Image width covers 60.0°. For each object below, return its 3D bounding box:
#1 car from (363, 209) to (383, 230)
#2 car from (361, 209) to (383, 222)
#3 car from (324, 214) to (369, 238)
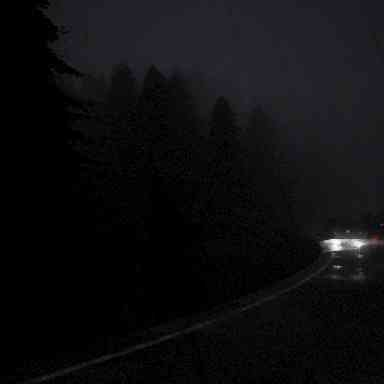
[{"bbox_3d":[14.401,2.260,26.340,2.128,1.511,4.902,-3,-3,17],"label":"car"},{"bbox_3d":[22.710,2.845,41.283,1.812,1.442,4.674,-2,-2,43],"label":"car"},{"bbox_3d":[10.127,2.315,22.473,1.994,1.385,4.181,-3,-3,15],"label":"car"}]
